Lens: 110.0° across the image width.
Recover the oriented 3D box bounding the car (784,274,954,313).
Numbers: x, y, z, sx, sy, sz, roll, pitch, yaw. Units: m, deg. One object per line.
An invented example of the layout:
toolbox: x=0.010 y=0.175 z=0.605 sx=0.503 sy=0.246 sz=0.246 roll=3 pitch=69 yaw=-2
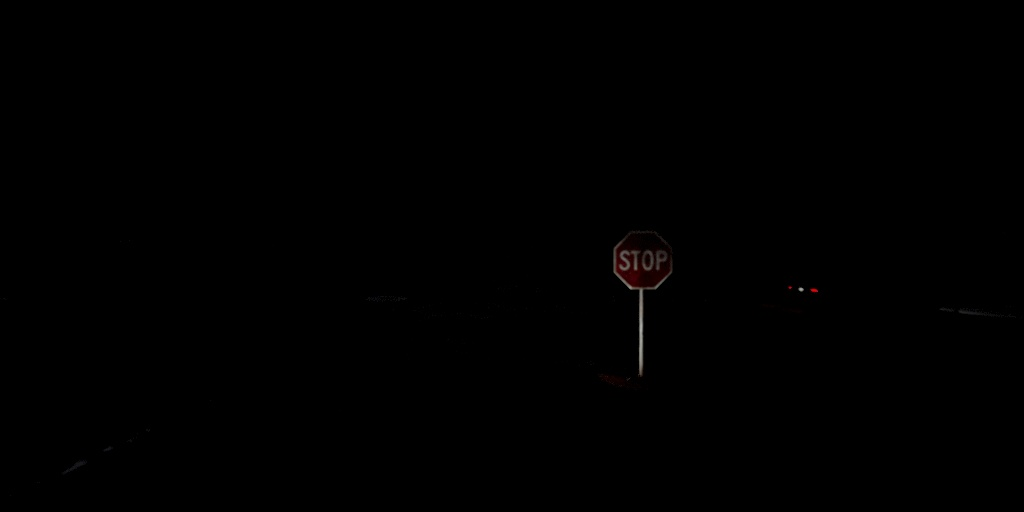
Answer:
car: x=14.064 y=1.423 z=14.298 sx=5.357 sy=1.411 sz=2.033 roll=1 pitch=0 yaw=1
